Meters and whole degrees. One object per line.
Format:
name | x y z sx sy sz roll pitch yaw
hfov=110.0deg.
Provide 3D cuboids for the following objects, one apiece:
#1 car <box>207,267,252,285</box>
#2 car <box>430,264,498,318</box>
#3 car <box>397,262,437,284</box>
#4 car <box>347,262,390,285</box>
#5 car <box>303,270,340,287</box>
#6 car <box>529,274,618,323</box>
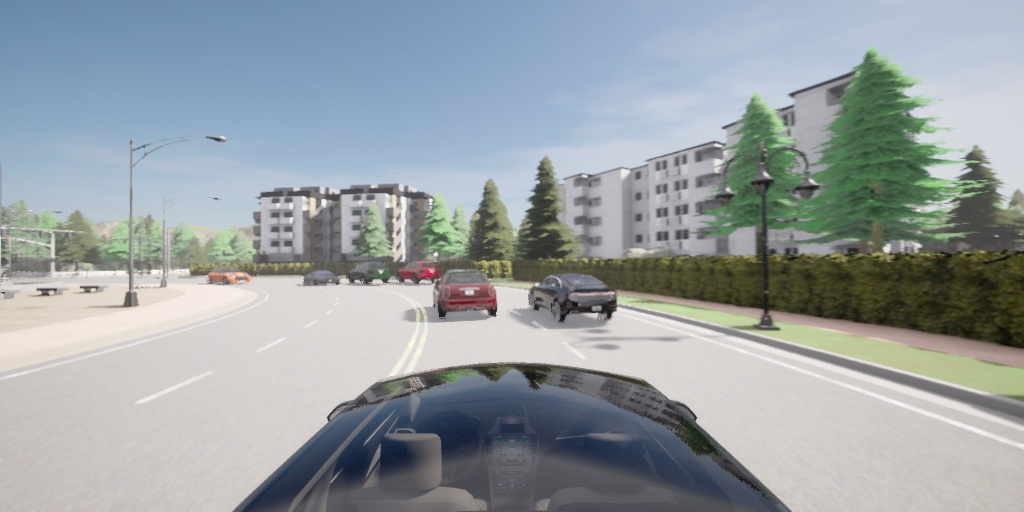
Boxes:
car | -28.150 1.926 35.751 4.553 1.767 2.097 -1 -1 27
car | -2.017 1.313 14.373 2.097 1.767 4.553 0 -1 -15
car | -8.917 1.554 34.066 2.150 2.045 5.566 0 -1 -41
car | -13.610 1.606 33.979 2.150 2.045 5.566 1 -1 -45
car | -17.001 1.957 32.031 4.181 1.385 1.994 -1 -1 43
car | 1.989 1.387 13.013 2.128 1.511 4.902 0 -1 -13
